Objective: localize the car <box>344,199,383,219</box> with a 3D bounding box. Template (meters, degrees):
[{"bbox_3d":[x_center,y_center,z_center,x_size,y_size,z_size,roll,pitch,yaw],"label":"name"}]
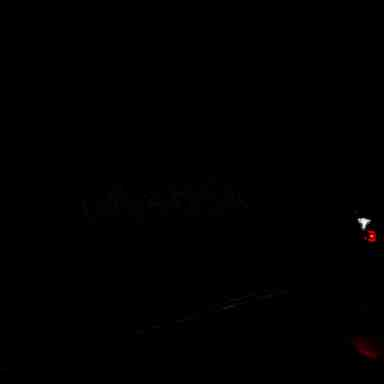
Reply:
[{"bbox_3d":[14.563,1.366,27.295,4.181,1.385,1.994,0,0,-35],"label":"car"}]

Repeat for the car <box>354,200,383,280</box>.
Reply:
[{"bbox_3d":[6.559,1.149,8.432,5.566,2.045,2.150,-1,0,-36],"label":"car"}]
